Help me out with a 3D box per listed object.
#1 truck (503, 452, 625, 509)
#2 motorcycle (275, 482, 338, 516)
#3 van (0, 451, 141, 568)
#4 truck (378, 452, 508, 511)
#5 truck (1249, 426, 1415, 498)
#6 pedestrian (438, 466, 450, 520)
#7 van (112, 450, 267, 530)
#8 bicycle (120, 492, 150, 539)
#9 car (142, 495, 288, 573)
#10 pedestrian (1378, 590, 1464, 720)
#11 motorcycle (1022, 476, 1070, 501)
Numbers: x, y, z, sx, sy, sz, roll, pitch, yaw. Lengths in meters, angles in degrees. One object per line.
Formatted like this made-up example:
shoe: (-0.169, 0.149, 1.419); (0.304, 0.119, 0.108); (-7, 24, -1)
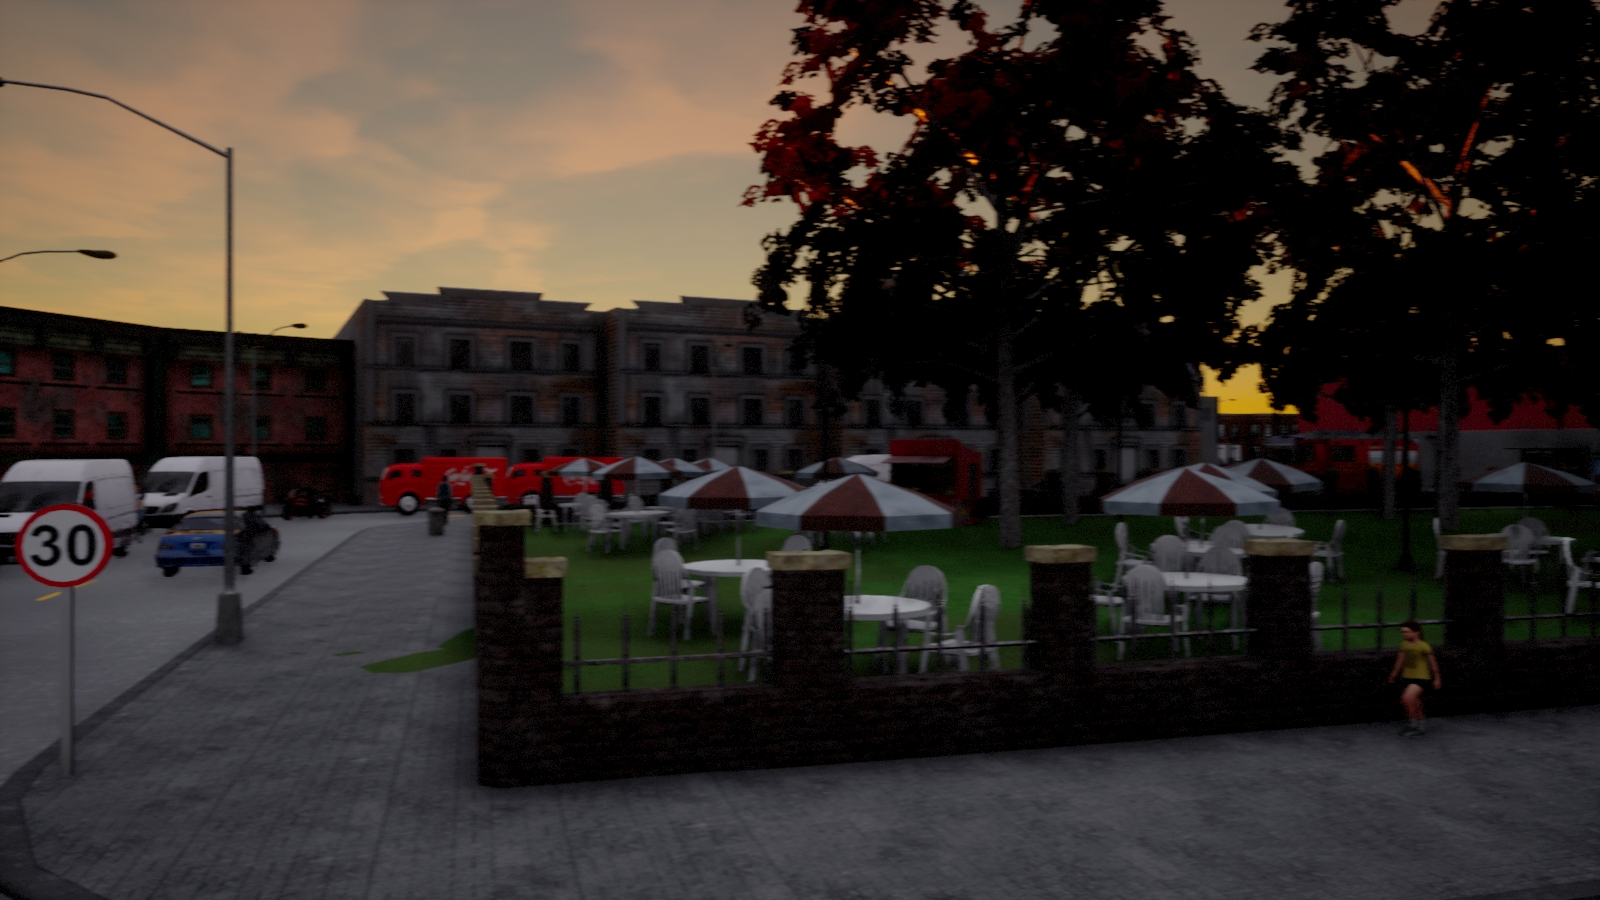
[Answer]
truck: (-10.664, 1.322, 51.553); (5.204, 2.467, 2.627); (0, 0, -16)
motorcycle: (-19.782, 1.961, 45.813); (0.867, 1.251, 2.209); (0, 0, 33)
van: (-18.031, 1.297, 27.903); (1.988, 2.561, 5.915); (0, 0, -16)
truck: (-15.597, 1.323, 49.873); (5.204, 2.467, 2.627); (0, 0, -23)
truck: (29.463, 0.650, 63.309); (8.468, 3.827, 2.891); (0, 0, -16)
pedestrian: (-12.353, 1.503, 39.692); (0.375, 1.860, 0.375); (0, 0, -14)
van: (-21.012, 1.292, 39.694); (1.988, 2.561, 5.915); (0, 0, 3)
bicycle: (-19.582, 1.916, 33.664); (0.373, 1.296, 1.643); (0, 0, -15)
car: (-13.527, 1.870, 26.771); (2.033, 1.411, 5.357); (0, 0, -16)
pedestrian: (5.771, 1.893, 10.634); (0.500, 1.100, 0.500); (0, 0, -16)
motorcycle: (12.527, 1.962, 58.205); (2.209, 1.251, 0.867); (0, 0, -16)
